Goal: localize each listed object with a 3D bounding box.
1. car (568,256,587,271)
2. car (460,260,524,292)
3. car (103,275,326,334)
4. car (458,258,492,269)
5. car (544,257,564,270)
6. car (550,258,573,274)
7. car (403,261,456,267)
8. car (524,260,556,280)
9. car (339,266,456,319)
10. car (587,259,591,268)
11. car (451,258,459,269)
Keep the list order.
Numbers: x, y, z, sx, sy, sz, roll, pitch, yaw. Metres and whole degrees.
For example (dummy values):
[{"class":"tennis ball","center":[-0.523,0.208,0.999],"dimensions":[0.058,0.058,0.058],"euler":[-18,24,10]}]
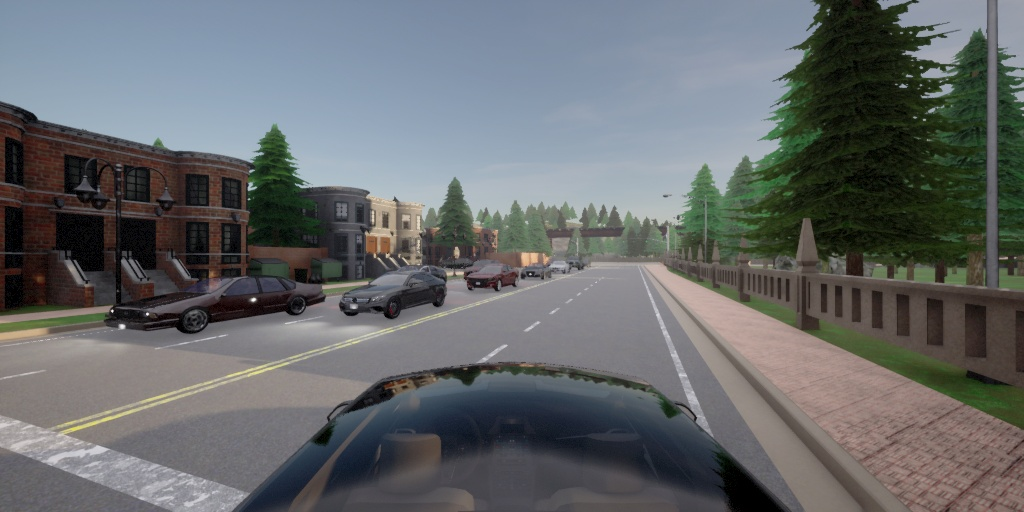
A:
[{"class":"car","center":[8.813,0.973,50.860],"dimensions":[2.150,2.045,5.566],"euler":[0,0,19]},{"class":"car","center":[-1.052,1.228,21.953],"dimensions":[1.882,1.535,5.008],"euler":[0,0,19]},{"class":"car","center":[-8.459,1.297,11.082],"dimensions":[2.033,1.411,5.357],"euler":[0,0,19]},{"class":"car","center":[-2.223,1.103,29.370],"dimensions":[2.097,1.767,4.553],"euler":[0,0,19]},{"class":"car","center":[6.507,1.102,54.939],"dimensions":[2.097,1.767,4.553],"euler":[0,0,19]},{"class":"car","center":[5.436,1.276,40.978],"dimensions":[1.812,1.442,4.674],"euler":[0,0,19]},{"class":"car","center":[-5.403,1.242,20.054],"dimensions":[2.128,1.511,4.902],"euler":[0,0,18]},{"class":"car","center":[2.189,1.314,31.430],"dimensions":[1.994,1.385,4.181],"euler":[0,0,20]},{"class":"car","center":[-4.063,1.276,13.123],"dimensions":[1.812,1.442,4.674],"euler":[0,0,19]},{"class":"car","center":[12.295,1.253,61.012],"dimensions":[1.837,1.490,4.892],"euler":[0,0,19]},{"class":"car","center":[-7.657,1.063,50.268],"dimensions":[4.553,1.767,2.097],"euler":[0,0,21]}]
